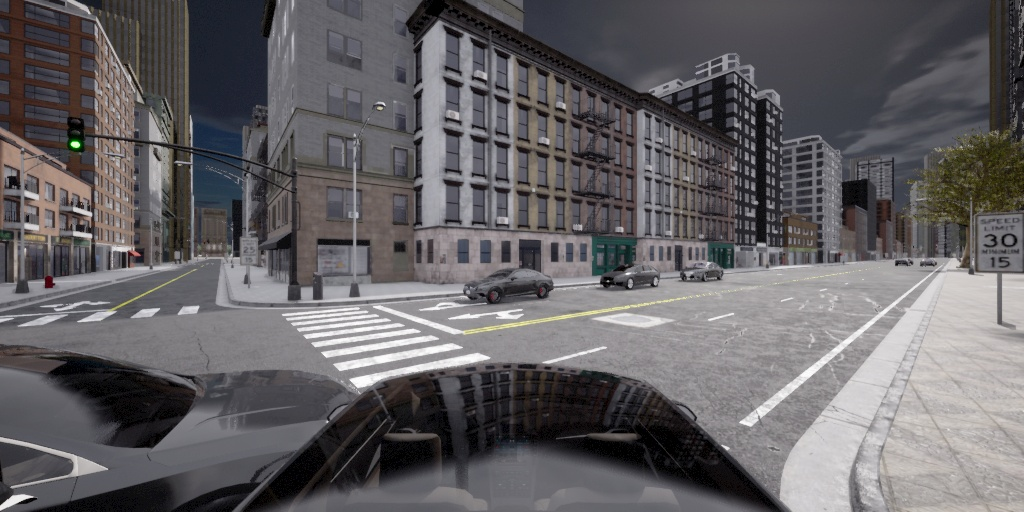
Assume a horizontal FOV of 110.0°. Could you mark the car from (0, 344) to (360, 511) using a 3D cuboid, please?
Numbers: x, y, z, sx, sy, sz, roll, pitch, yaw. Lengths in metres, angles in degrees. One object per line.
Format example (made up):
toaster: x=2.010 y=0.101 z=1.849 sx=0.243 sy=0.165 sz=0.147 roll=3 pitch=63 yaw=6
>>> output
car: x=-3.224 y=1.257 z=1.765 sx=4.892 sy=1.490 sz=1.837 roll=0 pitch=0 yaw=-35

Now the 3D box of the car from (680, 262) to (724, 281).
car: x=15.633 y=1.235 z=29.451 sx=4.902 sy=1.511 sz=2.128 roll=0 pitch=0 yaw=-39

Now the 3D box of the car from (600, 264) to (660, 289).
car: x=7.629 y=1.258 z=22.972 sx=4.892 sy=1.490 sz=1.837 roll=0 pitch=0 yaw=-39

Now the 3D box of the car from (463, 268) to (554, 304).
car: x=-0.056 y=1.286 z=16.740 sx=4.674 sy=1.442 sz=1.812 roll=0 pitch=0 yaw=-39
